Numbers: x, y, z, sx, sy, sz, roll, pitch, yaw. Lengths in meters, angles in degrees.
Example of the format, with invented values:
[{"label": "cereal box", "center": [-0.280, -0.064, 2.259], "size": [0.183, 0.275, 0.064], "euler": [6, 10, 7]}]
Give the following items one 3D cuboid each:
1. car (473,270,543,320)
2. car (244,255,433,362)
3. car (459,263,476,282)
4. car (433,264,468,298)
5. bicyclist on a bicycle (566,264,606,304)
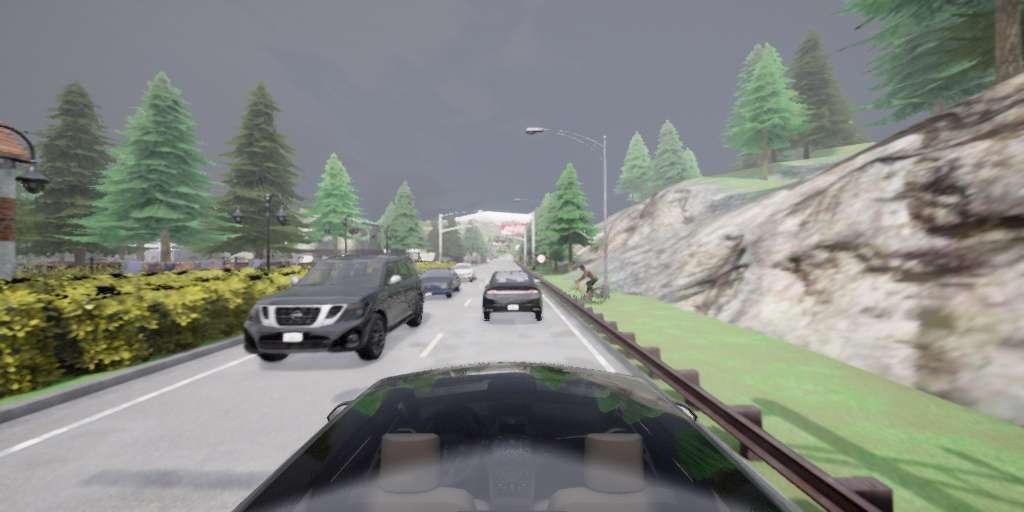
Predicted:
[{"label": "car", "center": [-0.006, 1.242, 12.561], "size": [2.128, 1.511, 4.902], "euler": [0, 0, -1]}, {"label": "car", "center": [-3.670, 0.998, 8.709], "size": [2.150, 2.045, 5.566], "euler": [0, 0, -1]}, {"label": "car", "center": [-3.918, 1.304, 28.998], "size": [1.812, 1.442, 4.674], "euler": [0, 0, -1]}, {"label": "car", "center": [-3.803, 1.325, 18.953], "size": [2.033, 1.411, 5.357], "euler": [0, 0, -1]}, {"label": "bicyclist on a bicycle", "center": [2.986, 1.166, 14.462], "size": [1.656, 1.620, 0.582], "euler": [-1, 0, -1]}]
